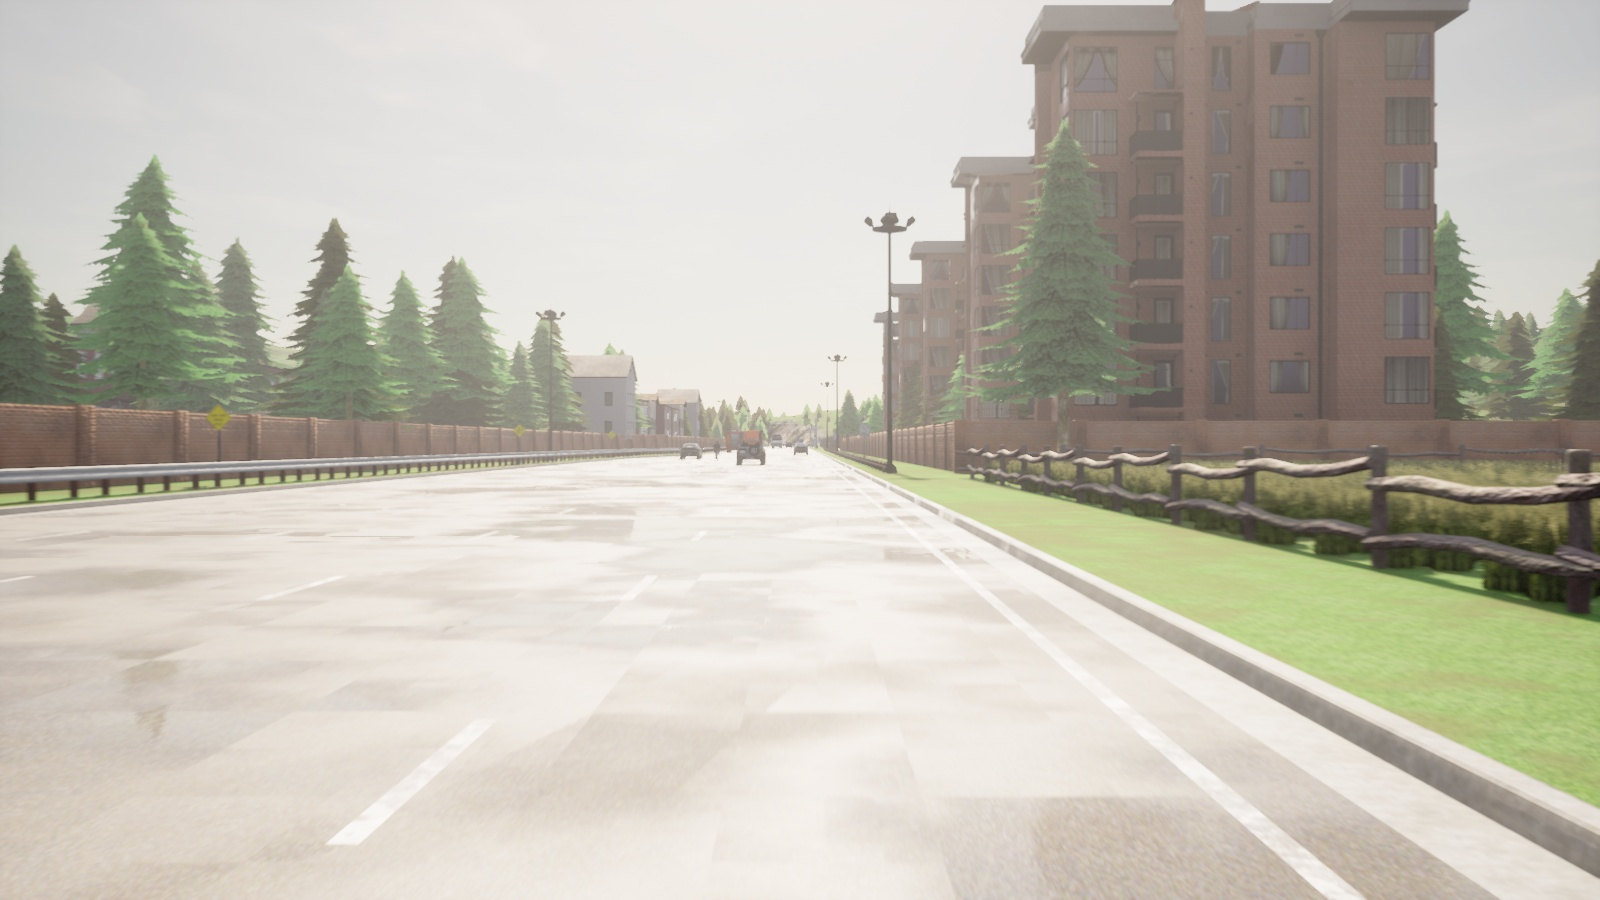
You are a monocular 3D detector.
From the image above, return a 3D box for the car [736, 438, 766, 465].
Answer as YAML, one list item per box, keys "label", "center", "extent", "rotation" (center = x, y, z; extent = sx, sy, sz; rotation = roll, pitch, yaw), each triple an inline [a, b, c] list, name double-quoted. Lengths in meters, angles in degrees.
- label: "car"
  center: [-3.379, 0.098, 86.913]
  extent: [1.932, 1.855, 4.605]
  rotation: [0, 0, 0]
